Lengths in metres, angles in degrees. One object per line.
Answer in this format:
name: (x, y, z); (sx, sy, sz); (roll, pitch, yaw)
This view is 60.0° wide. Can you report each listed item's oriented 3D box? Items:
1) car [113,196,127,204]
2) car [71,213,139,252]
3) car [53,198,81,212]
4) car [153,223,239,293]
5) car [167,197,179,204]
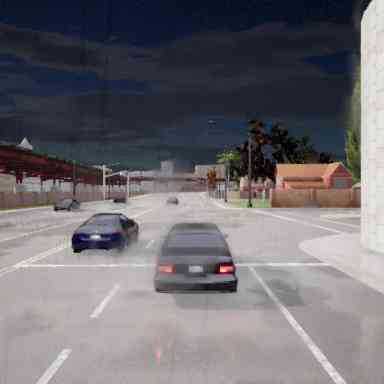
car: (-14.151, 1.547, 65.753); (2.033, 1.411, 5.357); (0, 0, 0)
car: (-3.431, 1.565, 13.823); (1.994, 1.385, 4.181); (0, 0, 0)
car: (-14.175, 1.505, 38.012); (1.837, 1.490, 4.892); (0, 0, 0)
car: (0.074, 1.547, 8.962); (2.033, 1.411, 5.357); (0, 0, 0)
car: (-3.522, 1.563, 61.657); (1.994, 1.385, 4.181); (0, 0, 0)
